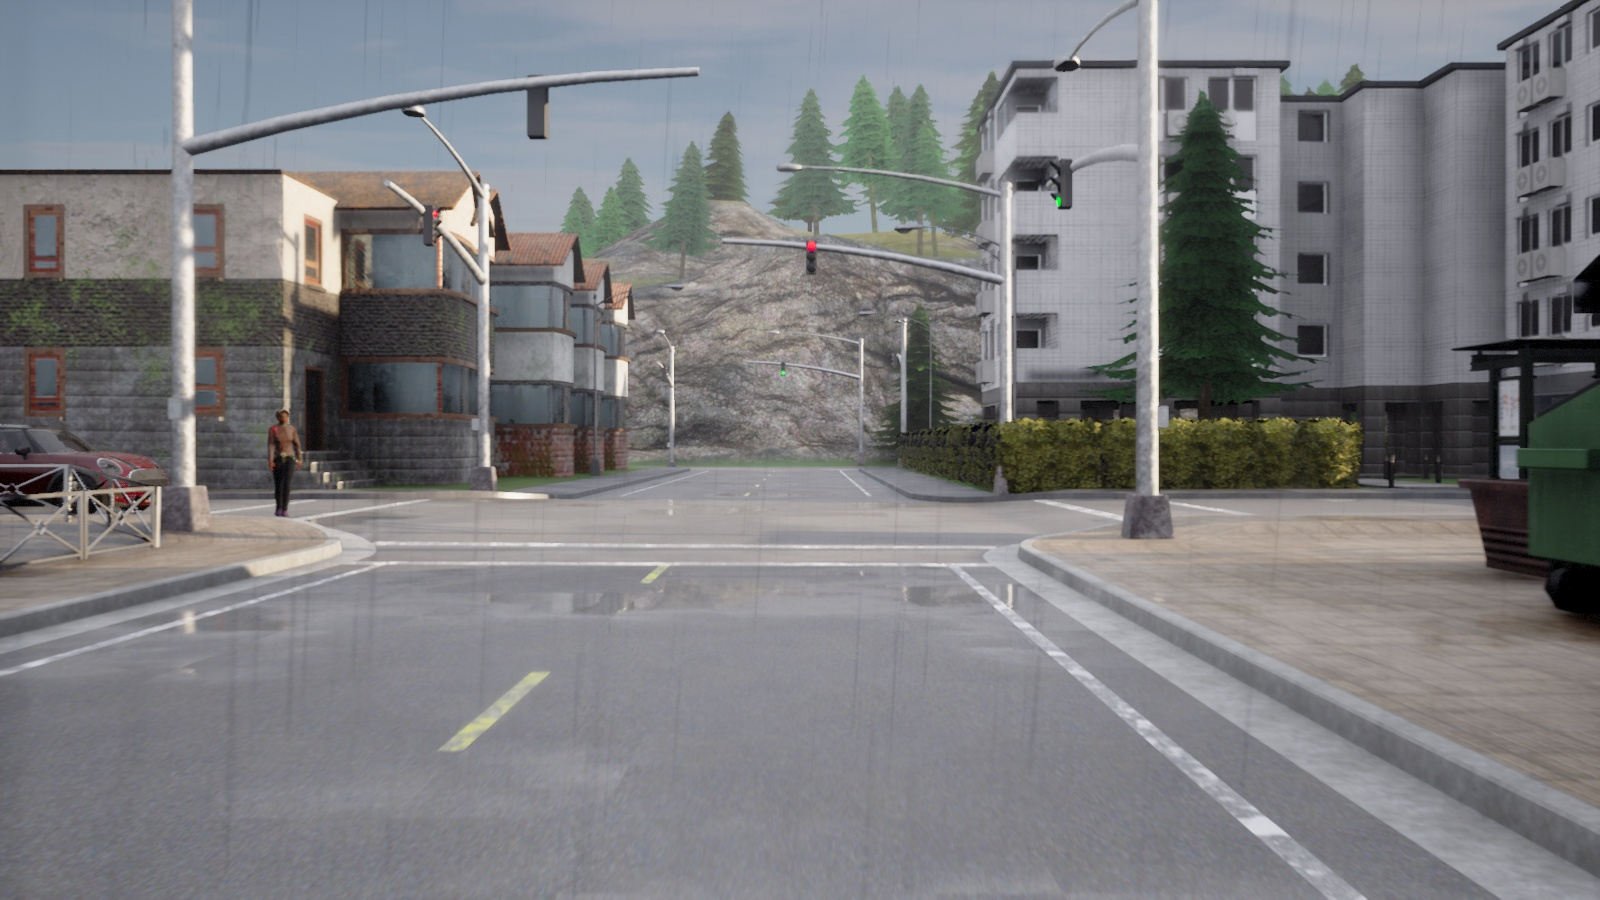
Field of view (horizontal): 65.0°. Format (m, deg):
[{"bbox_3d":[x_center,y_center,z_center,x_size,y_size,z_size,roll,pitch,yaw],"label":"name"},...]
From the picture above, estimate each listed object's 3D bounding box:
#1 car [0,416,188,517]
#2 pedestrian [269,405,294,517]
[{"bbox_3d":[-14.080,0.287,23.151,4.553,1.767,2.097,0,0,0],"label":"car"},{"bbox_3d":[-8.561,0.168,20.718,0.328,1.805,0.869,0,0,-25],"label":"pedestrian"}]
